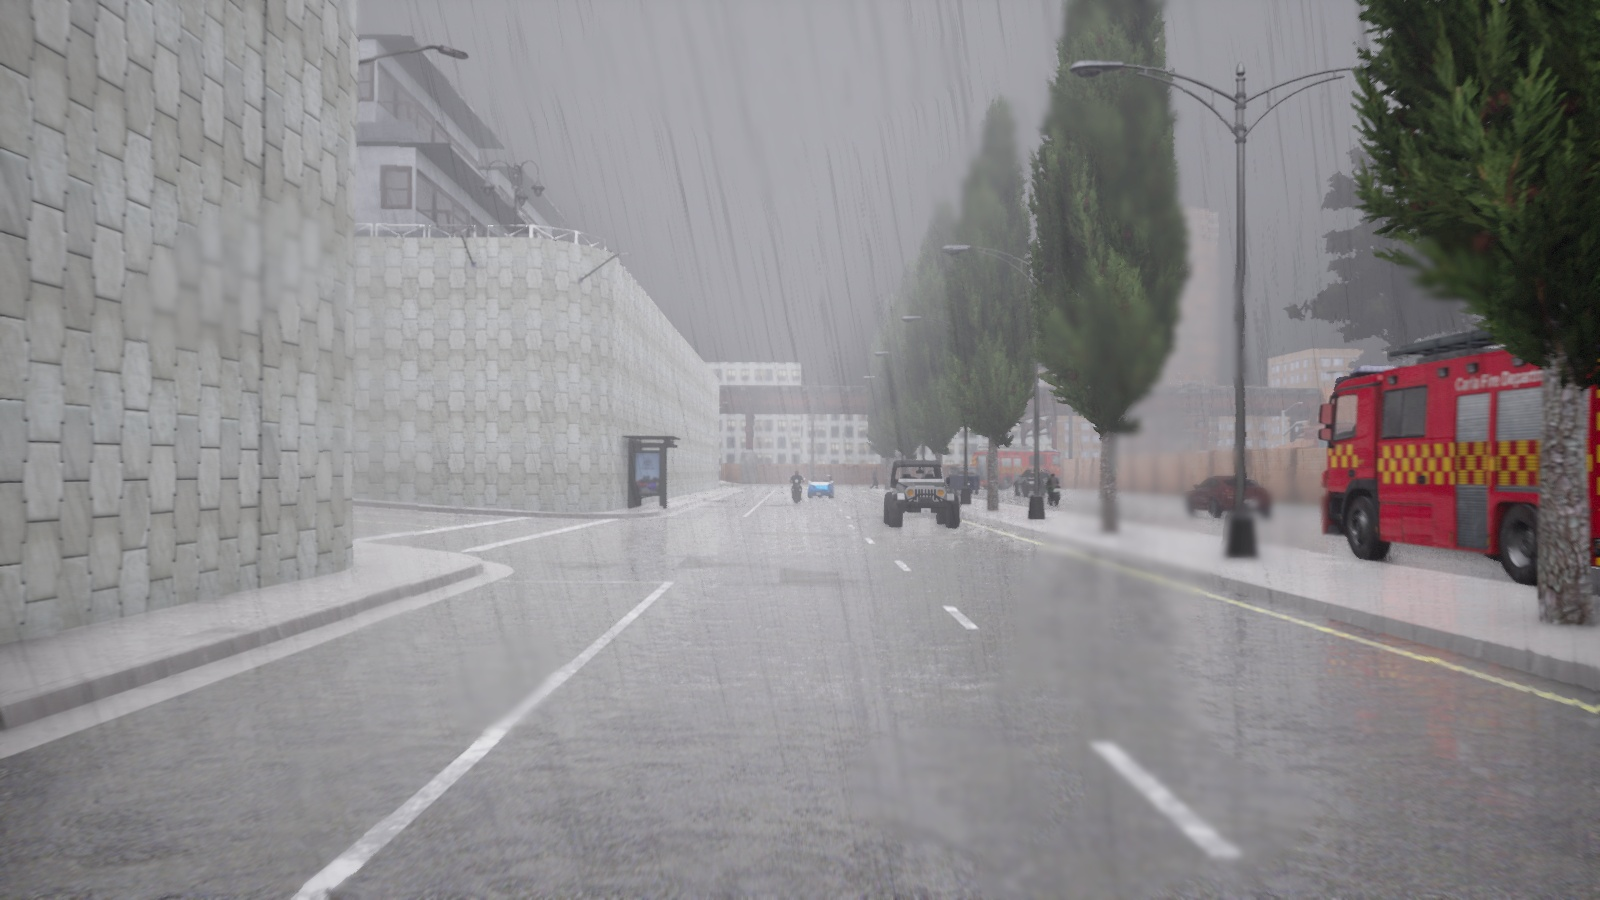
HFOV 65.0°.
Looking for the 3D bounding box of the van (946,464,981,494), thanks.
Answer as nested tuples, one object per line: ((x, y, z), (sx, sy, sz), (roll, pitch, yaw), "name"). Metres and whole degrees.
((11.288, 1.978, 86.986), (1.775, 1.987, 4.442), (0, -1, 0), "van")

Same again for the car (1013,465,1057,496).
((14.806, 1.902, 79.415), (1.932, 1.855, 4.605), (0, -1, 0), "car")

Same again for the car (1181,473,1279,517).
((14.894, 1.514, 43.768), (1.812, 1.442, 4.674), (0, -1, 0), "car")

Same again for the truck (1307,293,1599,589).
((11.445, -0.053, 20.468), (2.891, 3.827, 8.468), (0, -1, 0), "truck")

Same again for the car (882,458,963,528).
((3.413, 1.188, 35.677), (1.905, 1.878, 3.866), (0, -1, 0), "car")

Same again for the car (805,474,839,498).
((1.290, 2.076, 72.358), (1.481, 1.376, 2.207), (0, -1, 13), "car")

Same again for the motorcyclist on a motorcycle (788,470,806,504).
((-0.147, 1.784, 60.630), (0.866, 1.590, 1.817), (0, -1, 0), "motorcyclist on a motorcycle")

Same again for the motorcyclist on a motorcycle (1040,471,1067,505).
((11.363, 1.696, 56.406), (0.797, 1.523, 2.044), (0, -1, 0), "motorcyclist on a motorcycle")
